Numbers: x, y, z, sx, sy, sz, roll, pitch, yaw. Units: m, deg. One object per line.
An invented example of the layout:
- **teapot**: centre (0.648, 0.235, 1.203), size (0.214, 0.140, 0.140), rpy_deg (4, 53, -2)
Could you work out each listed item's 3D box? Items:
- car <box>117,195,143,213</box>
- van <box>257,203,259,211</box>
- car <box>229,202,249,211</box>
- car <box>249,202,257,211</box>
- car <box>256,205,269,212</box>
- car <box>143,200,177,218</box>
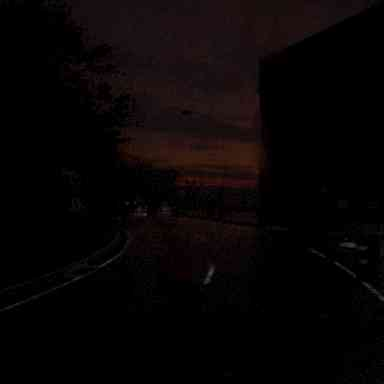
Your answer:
- **car**: centre (-5.863, 1.155, 33.289), size (2.097, 1.767, 4.553), rpy_deg (0, -1, 6)
- **van**: centre (11.780, 2.907, 65.001), size (1.878, 1.987, 4.442), rpy_deg (0, -3, 23)
- **car**: centre (7.481, 2.562, 54.760), size (2.002, 1.452, 4.674), rpy_deg (2, -2, 23)
- **car**: centre (9.598, 2.853, 59.824), size (2.163, 1.488, 4.792), rpy_deg (0, -3, 23)
- **car**: centre (16.014, 3.773, 75.045), size (2.002, 1.452, 4.674), rpy_deg (0, -3, 23)
- **car**: centre (-2.582, 1.380, 27.890), size (1.994, 1.385, 4.181), rpy_deg (0, 0, -17)
